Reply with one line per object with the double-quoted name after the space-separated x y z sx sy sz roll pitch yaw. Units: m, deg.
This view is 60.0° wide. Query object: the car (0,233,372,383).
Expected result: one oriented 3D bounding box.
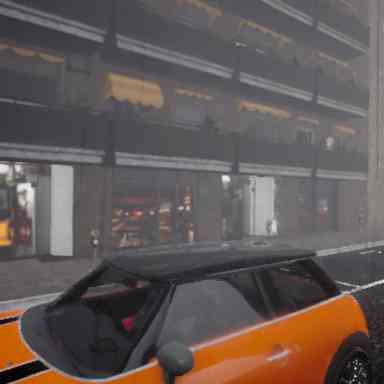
-0.320 1.364 3.152 4.553 1.767 2.097 1 0 -36 "car"
